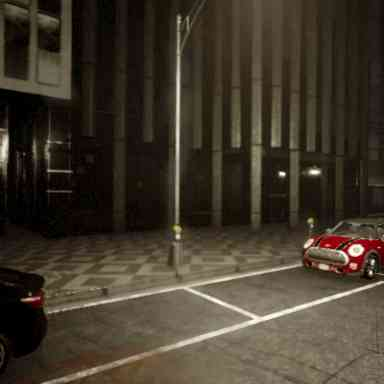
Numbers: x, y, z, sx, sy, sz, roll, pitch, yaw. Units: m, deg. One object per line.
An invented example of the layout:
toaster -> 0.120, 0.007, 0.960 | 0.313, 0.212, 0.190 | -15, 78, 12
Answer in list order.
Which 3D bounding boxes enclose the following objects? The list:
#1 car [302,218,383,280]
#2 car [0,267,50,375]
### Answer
car -> 5.253, 1.557, 10.299 | 4.097, 1.590, 1.967 | 1, 0, -36
car -> -3.917, 1.555, 3.732 | 4.313, 1.339, 1.947 | 1, 0, -36
